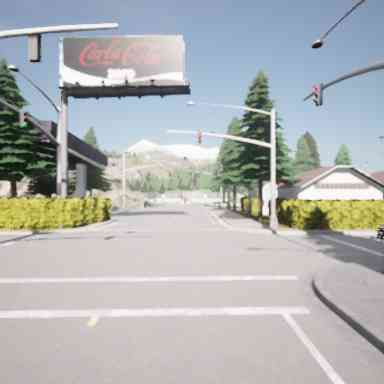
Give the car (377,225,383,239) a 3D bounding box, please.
[{"bbox_3d":[12.327,1.863,17.383,4.892,1.490,1.837,-2,0,0],"label":"car"}]
